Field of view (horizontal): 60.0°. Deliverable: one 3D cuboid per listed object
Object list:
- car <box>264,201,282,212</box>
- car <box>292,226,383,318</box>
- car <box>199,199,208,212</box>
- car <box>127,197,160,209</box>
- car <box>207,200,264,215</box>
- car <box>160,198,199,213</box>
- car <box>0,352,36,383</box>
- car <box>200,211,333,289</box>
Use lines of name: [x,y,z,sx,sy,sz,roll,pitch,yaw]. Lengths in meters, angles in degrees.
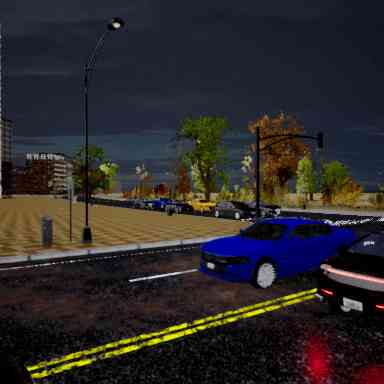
car: [6.280,1.536,31.257,2.128,1.511,4.902,0,0,-32]
car: [4.444,1.490,6.410,4.902,1.511,2.128,0,0,-34]
car: [1.052,1.546,39.727,1.882,1.535,5.008,0,0,-31]
car: [-6.802,1.593,46.417,2.128,1.511,4.902,0,0,-31]
car: [3.732,1.561,29.198,1.837,1.490,4.892,0,0,-32]
car: [-1.480,1.644,37.633,1.994,1.385,4.181,0,0,-32]
car: [-3.142,1.492,1.169,4.902,1.511,2.128,0,0,-35]
car: [2.525,1.475,9.288,5.008,1.535,1.882,0,0,-34]
